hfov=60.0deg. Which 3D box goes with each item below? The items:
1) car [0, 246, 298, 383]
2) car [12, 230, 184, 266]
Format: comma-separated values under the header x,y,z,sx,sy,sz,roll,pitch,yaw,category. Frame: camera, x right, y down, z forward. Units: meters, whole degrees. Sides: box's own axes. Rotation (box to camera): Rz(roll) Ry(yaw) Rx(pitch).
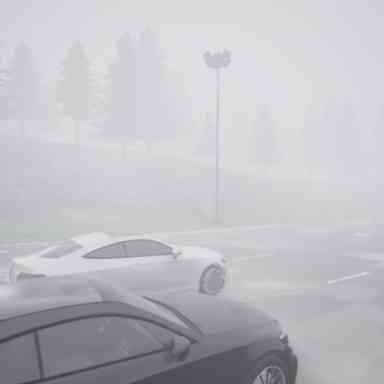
x,y,z,sx,sy,sz,roll,pitch,yaw,category
-1.054,1.533,2.994,4.674,1.442,1.812,1,0,-35,car
-1.312,1.553,7.107,4.674,1.442,1.812,1,0,-35,car
